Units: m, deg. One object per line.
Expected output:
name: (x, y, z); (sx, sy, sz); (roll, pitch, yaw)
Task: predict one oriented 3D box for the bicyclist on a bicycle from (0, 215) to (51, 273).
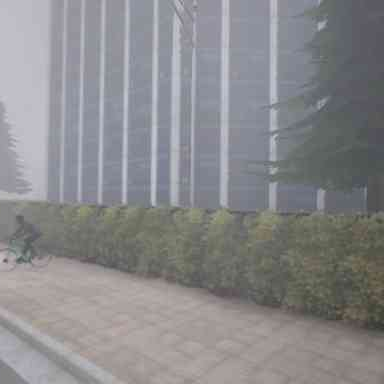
bicyclist on a bicycle: (-4.908, 1.488, 9.731); (0.582, 1.620, 1.656); (-1, -3, 42)
